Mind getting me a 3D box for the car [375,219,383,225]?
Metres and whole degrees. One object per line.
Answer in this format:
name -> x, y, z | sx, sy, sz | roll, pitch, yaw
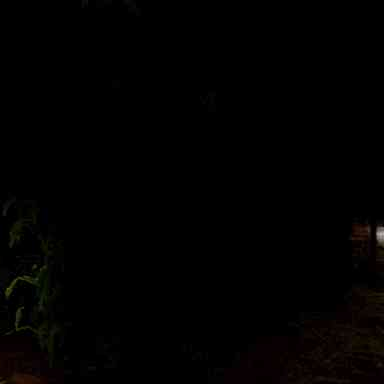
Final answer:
car -> 11.846, 1.031, 19.181 | 1.882, 1.535, 5.008 | -1, 1, 22
